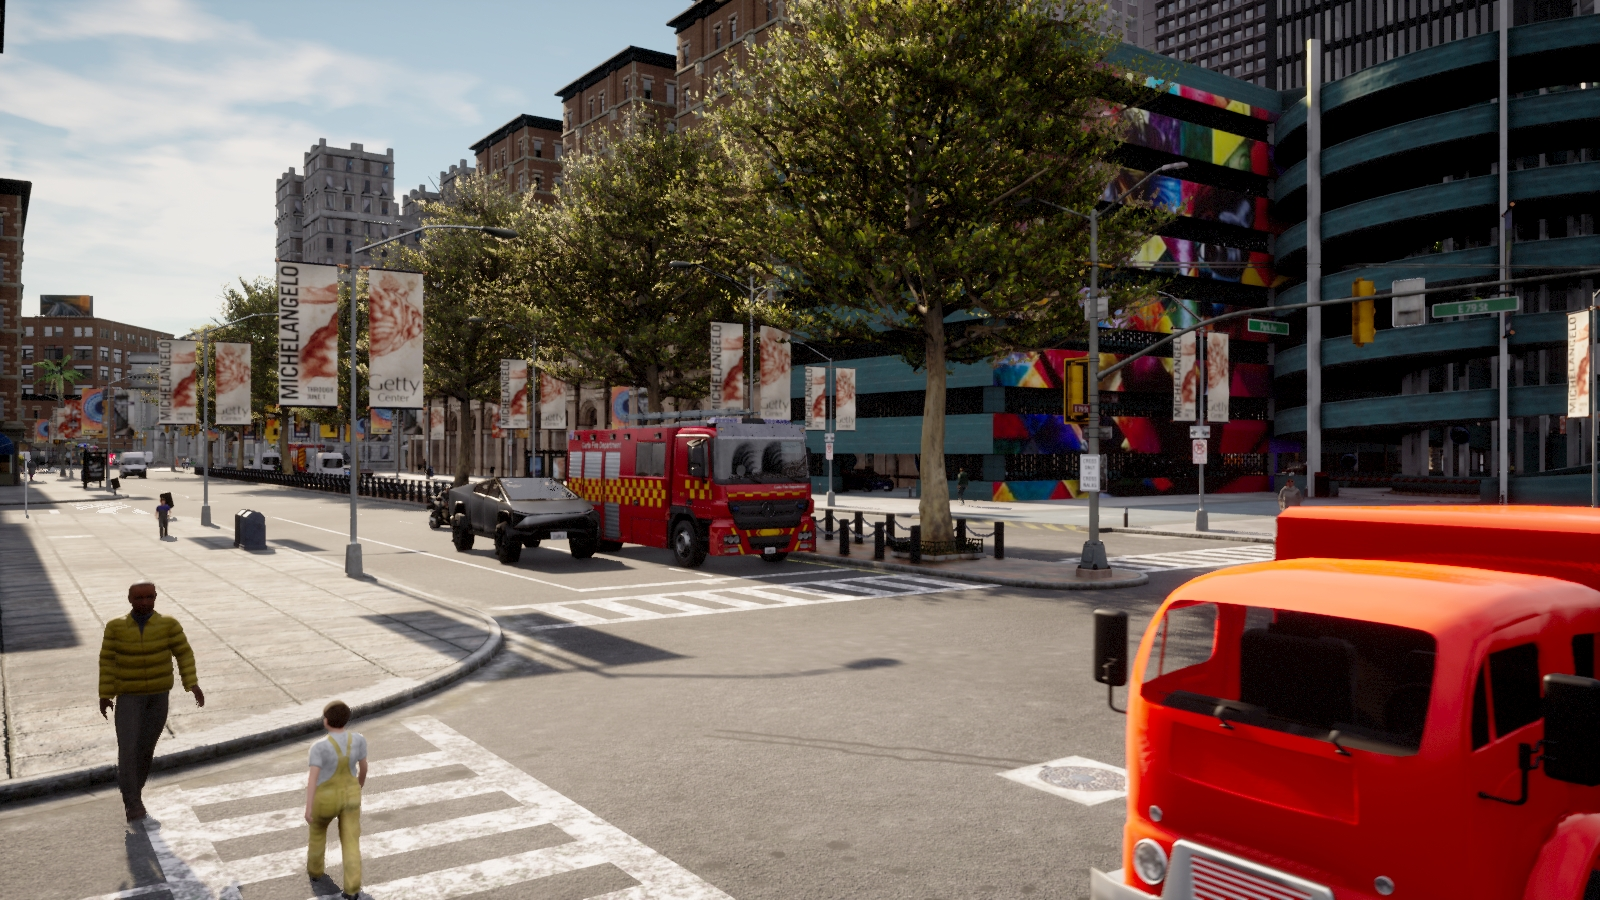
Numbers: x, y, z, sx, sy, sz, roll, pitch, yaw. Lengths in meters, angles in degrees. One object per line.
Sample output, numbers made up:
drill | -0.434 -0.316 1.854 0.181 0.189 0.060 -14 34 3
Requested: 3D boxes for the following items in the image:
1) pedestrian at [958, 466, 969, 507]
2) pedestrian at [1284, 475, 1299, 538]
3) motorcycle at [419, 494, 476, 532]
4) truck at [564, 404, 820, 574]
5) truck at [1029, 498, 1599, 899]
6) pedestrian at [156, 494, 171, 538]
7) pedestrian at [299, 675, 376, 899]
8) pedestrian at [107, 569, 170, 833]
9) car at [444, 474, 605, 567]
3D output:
pedestrian | 7.536 1.683 52.683 0.375 1.860 0.375 0 0 -33
pedestrian | 14.659 1.687 34.075 0.375 1.860 0.375 0 0 32
motorcycle | -12.389 2.200 40.156 2.209 1.251 0.867 0 0 41
truck | -3.137 0.885 30.043 2.891 3.827 8.468 0 0 -35
truck | 4.151 1.578 6.690 5.204 2.467 2.627 1 -1 -35
pedestrian | -19.159 1.974 34.381 0.375 1.300 0.375 0 0 -28
pedestrian | -2.935 2.127 7.247 0.375 1.300 0.375 0 0 -36
pedestrian | -4.953 1.848 8.555 0.375 1.860 0.375 0 0 -35
car | -7.523 1.749 30.614 2.390 2.098 6.274 0 0 -31
